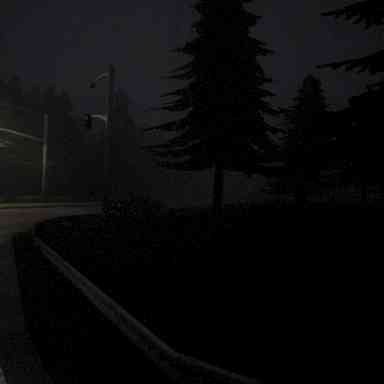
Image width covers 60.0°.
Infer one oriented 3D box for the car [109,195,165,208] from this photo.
[{"bbox_3d":[-4.407,0.965,26.814,2.033,1.411,5.357,5,2,37],"label":"car"}]
